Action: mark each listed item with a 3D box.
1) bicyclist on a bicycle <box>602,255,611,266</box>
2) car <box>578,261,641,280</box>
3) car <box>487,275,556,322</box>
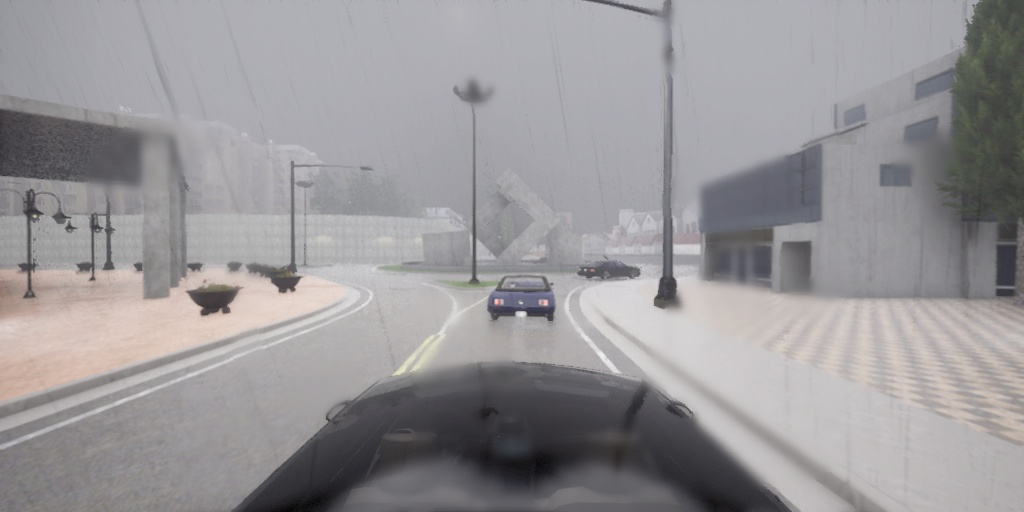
[{"bbox_3d":[10.012,0.722,38.241,1.656,1.620,0.582,0,0,30],"label":"bicyclist on a bicycle"},{"bbox_3d":[7.520,1.063,27.525,5.357,1.411,2.033,0,0,-32],"label":"car"},{"bbox_3d":[0.450,1.258,11.869,1.895,1.301,4.718,0,0,5],"label":"car"}]
